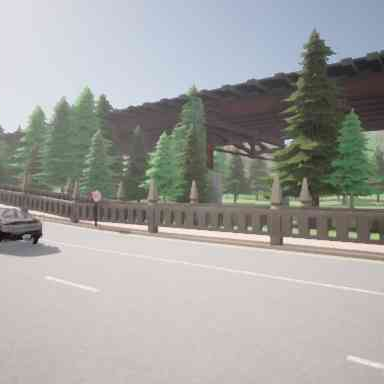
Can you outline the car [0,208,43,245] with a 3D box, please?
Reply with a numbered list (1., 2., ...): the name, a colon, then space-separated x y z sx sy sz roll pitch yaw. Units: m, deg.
1. car: -8.255 1.427 14.057 4.902 1.511 2.128 2 1 35
